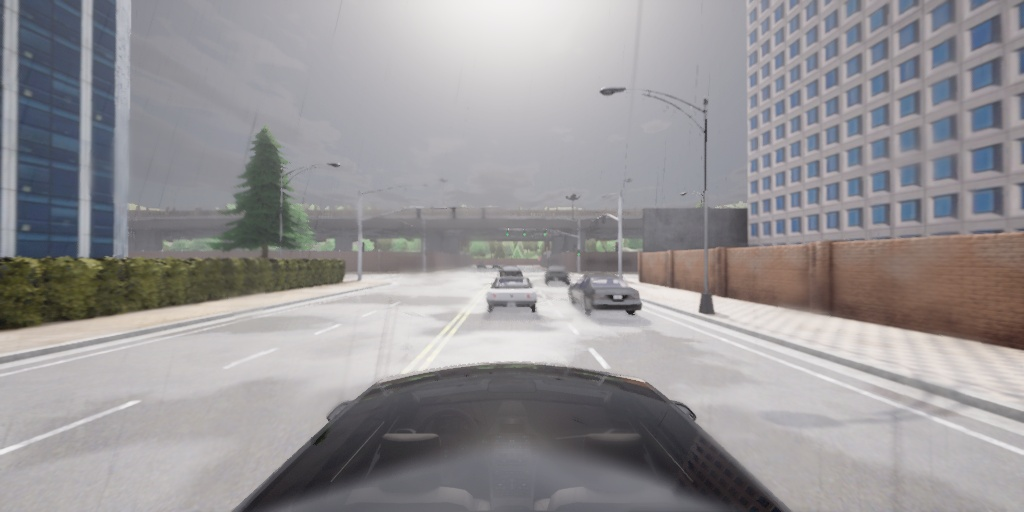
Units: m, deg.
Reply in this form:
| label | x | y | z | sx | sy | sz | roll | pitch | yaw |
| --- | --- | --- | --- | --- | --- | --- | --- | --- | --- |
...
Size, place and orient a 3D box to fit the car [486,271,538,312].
| label | x | y | z | sx | sy | sz | roll | pitch | yaw |
| --- | --- | --- | --- | --- | --- | --- | --- | --- | --- |
| car | 0.019 | 1.498 | 15.079 | 1.895 | 1.301 | 4.718 | 0 | -1 | 0 |

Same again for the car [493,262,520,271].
| label | x | y | z | sx | sy | sz | roll | pitch | yaw |
| --- | --- | --- | --- | --- | --- | --- | --- | --- | --- |
| car | -0.301 | 1.537 | 31.048 | 1.882 | 1.535 | 5.008 | 0 | 0 | -7 |

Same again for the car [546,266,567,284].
| label | x | y | z | sx | sy | sz | roll | pitch | yaw |
| --- | --- | --- | --- | --- | --- | --- | --- | --- | --- |
| car | 3.945 | 1.563 | 30.237 | 1.837 | 1.490 | 4.892 | -1 | 0 | 11 |

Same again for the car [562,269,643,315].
| label | x | y | z | sx | sy | sz | roll | pitch | yaw |
| --- | --- | --- | --- | --- | --- | --- | --- | --- | --- |
| car | 3.512 | 1.437 | 14.365 | 2.033 | 1.411 | 5.357 | 0 | -1 | 0 |
